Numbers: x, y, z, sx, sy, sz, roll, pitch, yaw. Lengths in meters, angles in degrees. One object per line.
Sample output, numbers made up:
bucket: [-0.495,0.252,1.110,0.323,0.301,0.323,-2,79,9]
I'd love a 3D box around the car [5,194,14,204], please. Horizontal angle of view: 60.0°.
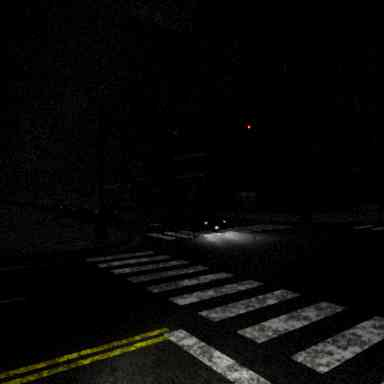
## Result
car: [-32.763,1.550,61.617,2.008,1.369,4.403,0,0,-35]

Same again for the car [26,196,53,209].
car: [-19.982,1.532,43.657,2.008,1.369,4.403,0,0,-35]

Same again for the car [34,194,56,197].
car: [-23.451,1.496,53.081,1.882,1.535,5.008,0,0,-35]

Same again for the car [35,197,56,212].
car: [-16.787,1.562,39.167,1.802,1.307,4.206,0,0,-35]

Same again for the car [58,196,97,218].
car: [-10.397,1.420,30.187,1.967,1.590,4.097,0,0,-35]

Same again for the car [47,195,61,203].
car: [-29.419,1.475,70.760,1.967,1.590,4.097,0,0,-35]

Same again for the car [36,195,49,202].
car: [-35.810,1.486,79.741,1.967,1.590,4.097,0,0,-35]

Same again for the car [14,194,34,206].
car: [-26.373,1.429,52.637,1.967,1.590,4.097,0,0,-35]

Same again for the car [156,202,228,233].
car: [-0.188,1.541,20.221,2.033,1.411,5.357,0,0,-35]

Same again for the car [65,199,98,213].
car: [-12.506,1.536,37.528,2.033,1.411,5.357,0,0,-36]

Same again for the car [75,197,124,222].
car: [-7.202,1.422,25.697,1.967,1.590,4.097,0,0,-35]

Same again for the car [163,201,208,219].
car: [-0.663,1.578,30.349,1.947,1.339,4.313,0,0,-35]

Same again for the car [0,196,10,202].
car: [-42.348,1.597,75.087,1.802,1.307,4.206,0,0,-35]

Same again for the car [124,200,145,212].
car: [-7.054,1.592,39.330,1.802,1.307,4.206,0,0,-35]

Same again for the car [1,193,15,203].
car: [-39.153,1.555,70.597,1.887,1.381,4.507,0,0,-35]

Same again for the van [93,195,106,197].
van: [-13.444,1.353,48.310,1.690,1.788,3.998,0,0,-35]
